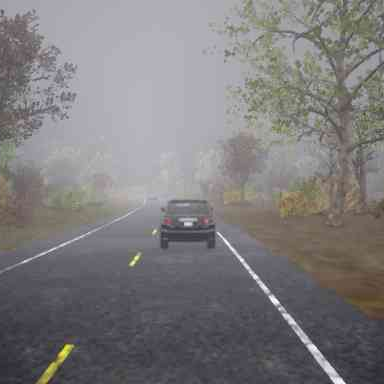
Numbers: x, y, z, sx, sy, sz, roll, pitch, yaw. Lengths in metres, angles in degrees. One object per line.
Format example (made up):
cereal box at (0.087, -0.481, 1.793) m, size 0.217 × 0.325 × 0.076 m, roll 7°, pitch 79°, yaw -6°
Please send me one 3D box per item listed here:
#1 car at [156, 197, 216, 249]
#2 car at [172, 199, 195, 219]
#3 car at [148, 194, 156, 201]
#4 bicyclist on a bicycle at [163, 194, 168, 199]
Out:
car at (-0.213, 1.248, 14.734) m, size 2.150 × 2.045 × 5.566 m, roll 0°, pitch 0°, yaw -2°
car at (-0.849, 1.457, 29.740) m, size 1.882 × 1.535 × 5.008 m, roll 0°, pitch 0°, yaw -3°
car at (-9.067, 1.250, 76.228) m, size 1.882 × 1.535 × 5.008 m, roll 0°, pitch 0°, yaw -8°
bicyclist on a bicycle at (-6.796, 1.206, 90.353) m, size 0.582 × 1.620 × 1.656 m, roll 0°, pitch 0°, yaw -10°
